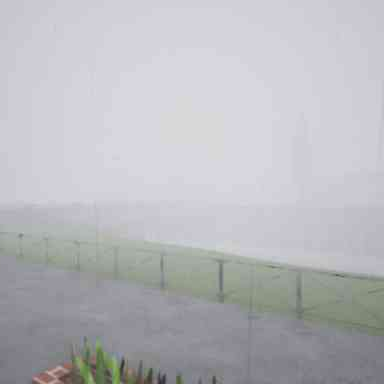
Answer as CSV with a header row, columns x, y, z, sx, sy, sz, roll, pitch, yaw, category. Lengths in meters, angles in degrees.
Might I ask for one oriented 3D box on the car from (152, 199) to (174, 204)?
x,y,z,sx,sy,sz,roll,pitch,yaw,category
-5.713,1.991,65.196,1.895,1.301,4.718,-1,0,36,car
